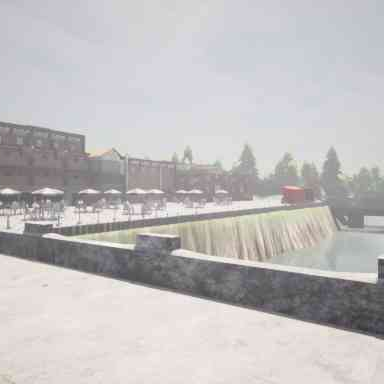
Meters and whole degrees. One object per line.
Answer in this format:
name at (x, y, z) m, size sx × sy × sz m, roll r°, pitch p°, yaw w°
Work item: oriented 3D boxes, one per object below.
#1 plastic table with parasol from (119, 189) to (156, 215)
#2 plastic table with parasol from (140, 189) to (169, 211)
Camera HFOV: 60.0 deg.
plastic table with parasol at (-5.329, 0.925, 32.530) m, size 2.482 × 2.480 × 2.482 m, roll 0°, pitch 0°, yaw 35°
plastic table with parasol at (-4.571, 0.925, 40.219) m, size 2.482 × 2.480 × 2.482 m, roll 0°, pitch 0°, yaw 35°
